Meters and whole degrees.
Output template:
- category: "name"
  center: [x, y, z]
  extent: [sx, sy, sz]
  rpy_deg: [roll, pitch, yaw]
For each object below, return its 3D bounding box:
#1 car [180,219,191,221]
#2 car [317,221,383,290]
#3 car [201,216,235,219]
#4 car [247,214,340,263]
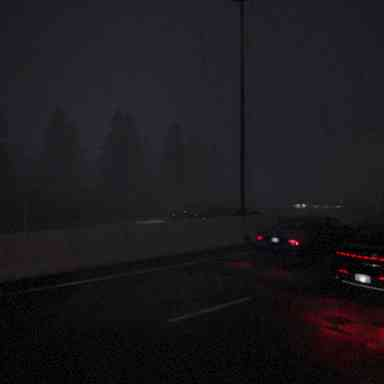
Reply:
- category: "car"
  center: [1.157, 1.559, 23.817]
  extent: [1.812, 1.442, 4.674]
  rpy_deg: [0, 0, 44]
- category: "car"
  center: [5.320, 1.507, 8.320]
  extent: [4.892, 1.490, 1.837]
  rpy_deg: [0, 0, -40]
- category: "car"
  center: [2.706, 1.626, 20.386]
  extent: [4.718, 1.301, 1.895]
  rpy_deg: [0, 0, -45]
- category: "car"
  center: [4.477, 1.557, 12.147]
  extent: [5.357, 1.411, 2.033]
  rpy_deg: [0, 0, -42]
